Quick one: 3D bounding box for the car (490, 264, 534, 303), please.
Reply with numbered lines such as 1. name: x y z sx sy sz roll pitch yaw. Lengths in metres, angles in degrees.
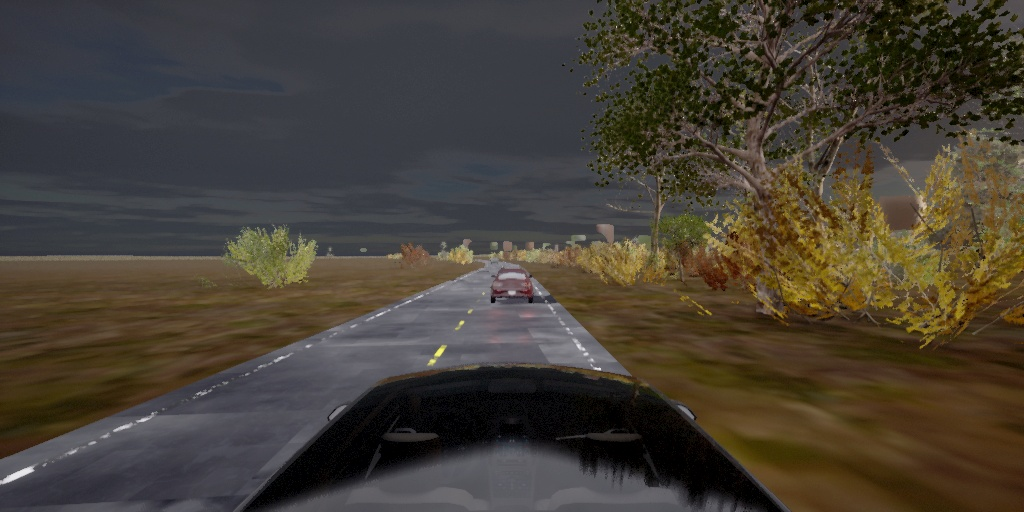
1. car: 0.000 1.282 16.501 1.812 1.442 4.674 0 0 0
